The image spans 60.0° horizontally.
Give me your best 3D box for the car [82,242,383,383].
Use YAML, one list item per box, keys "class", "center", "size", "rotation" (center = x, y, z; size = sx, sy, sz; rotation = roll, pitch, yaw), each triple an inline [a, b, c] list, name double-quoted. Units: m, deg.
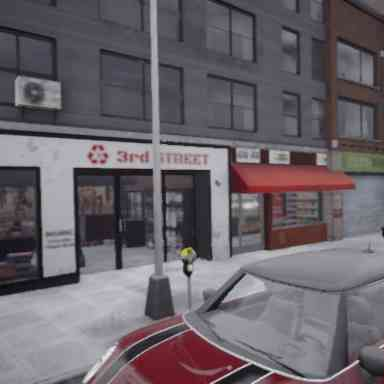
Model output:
- class: "car"
  center: [1.011, 1.400, 3.128]
  size: [4.097, 1.590, 1.967]
  rotation: [-1, 0, -35]
